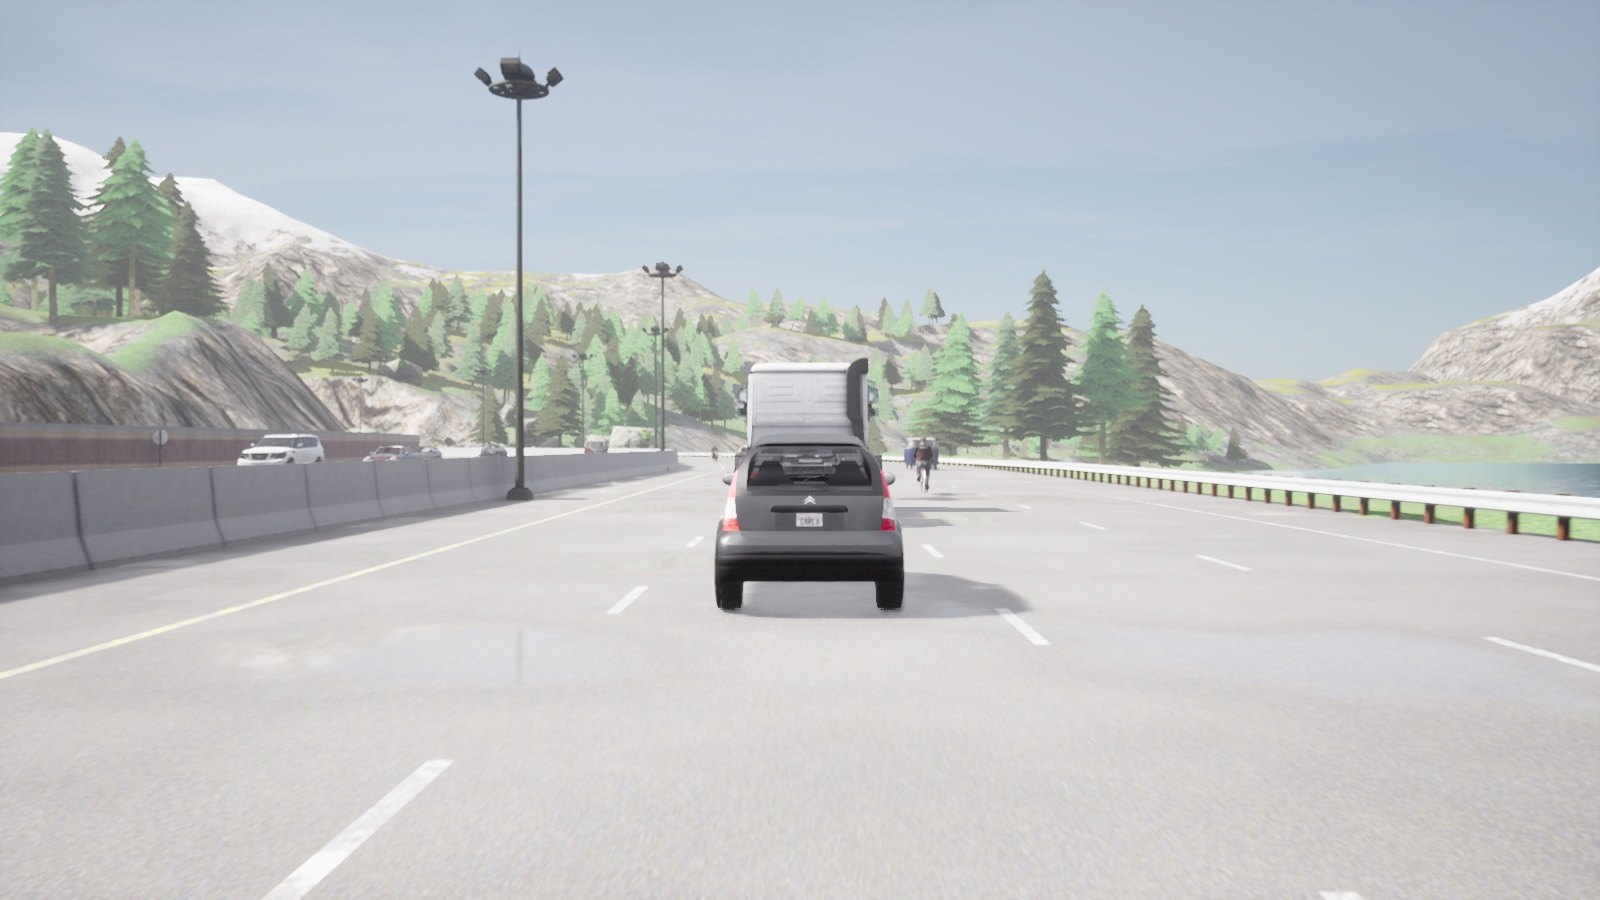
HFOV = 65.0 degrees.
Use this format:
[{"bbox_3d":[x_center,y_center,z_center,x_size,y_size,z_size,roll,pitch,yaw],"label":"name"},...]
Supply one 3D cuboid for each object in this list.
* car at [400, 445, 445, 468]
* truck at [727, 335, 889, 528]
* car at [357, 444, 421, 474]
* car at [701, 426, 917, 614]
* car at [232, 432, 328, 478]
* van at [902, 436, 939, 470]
[{"bbox_3d":[-24.244,0.398,80.732,1.816,1.474,4.193,0,0,-3],"label":"car"},{"bbox_3d":[0.166,-0.347,26.435,2.891,3.462,7.936,0,0,0],"label":"truck"},{"bbox_3d":[-20.624,0.428,63.158,1.970,1.475,3.806,0,0,0],"label":"car"},{"bbox_3d":[0.089,0.591,12.790,1.851,1.617,3.988,0,0,0],"label":"car"},{"bbox_3d":[-24.150,0.198,58.574,2.150,2.045,5.566,0,0,0],"label":"car"},{"bbox_3d":[7.385,0.178,77.195,1.775,1.987,4.442,0,0,-1],"label":"van"}]
